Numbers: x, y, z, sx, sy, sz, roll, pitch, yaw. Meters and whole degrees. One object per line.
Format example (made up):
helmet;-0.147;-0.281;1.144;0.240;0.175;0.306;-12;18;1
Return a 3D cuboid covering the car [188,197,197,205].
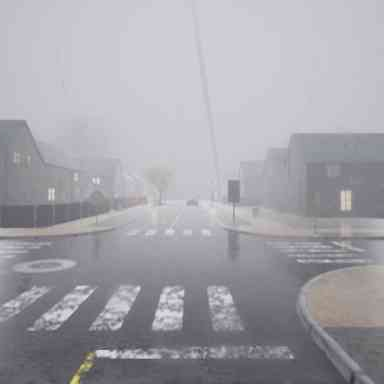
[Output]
car;0.126;1.717;66.716;1.882;1.535;5.008;0;0;0

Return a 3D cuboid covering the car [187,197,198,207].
car;0.105;1.660;56.297;2.128;1.511;4.902;0;0;0
